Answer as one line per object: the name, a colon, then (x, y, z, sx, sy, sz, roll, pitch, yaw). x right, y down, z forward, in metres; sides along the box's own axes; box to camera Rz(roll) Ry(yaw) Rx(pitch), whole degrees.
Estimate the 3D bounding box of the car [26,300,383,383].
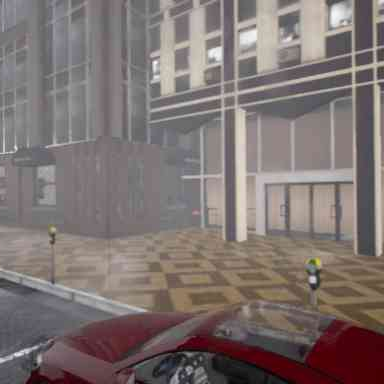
car: (0.419, 1.576, 2.590, 4.206, 1.307, 1.802, 0, -1, 35)
